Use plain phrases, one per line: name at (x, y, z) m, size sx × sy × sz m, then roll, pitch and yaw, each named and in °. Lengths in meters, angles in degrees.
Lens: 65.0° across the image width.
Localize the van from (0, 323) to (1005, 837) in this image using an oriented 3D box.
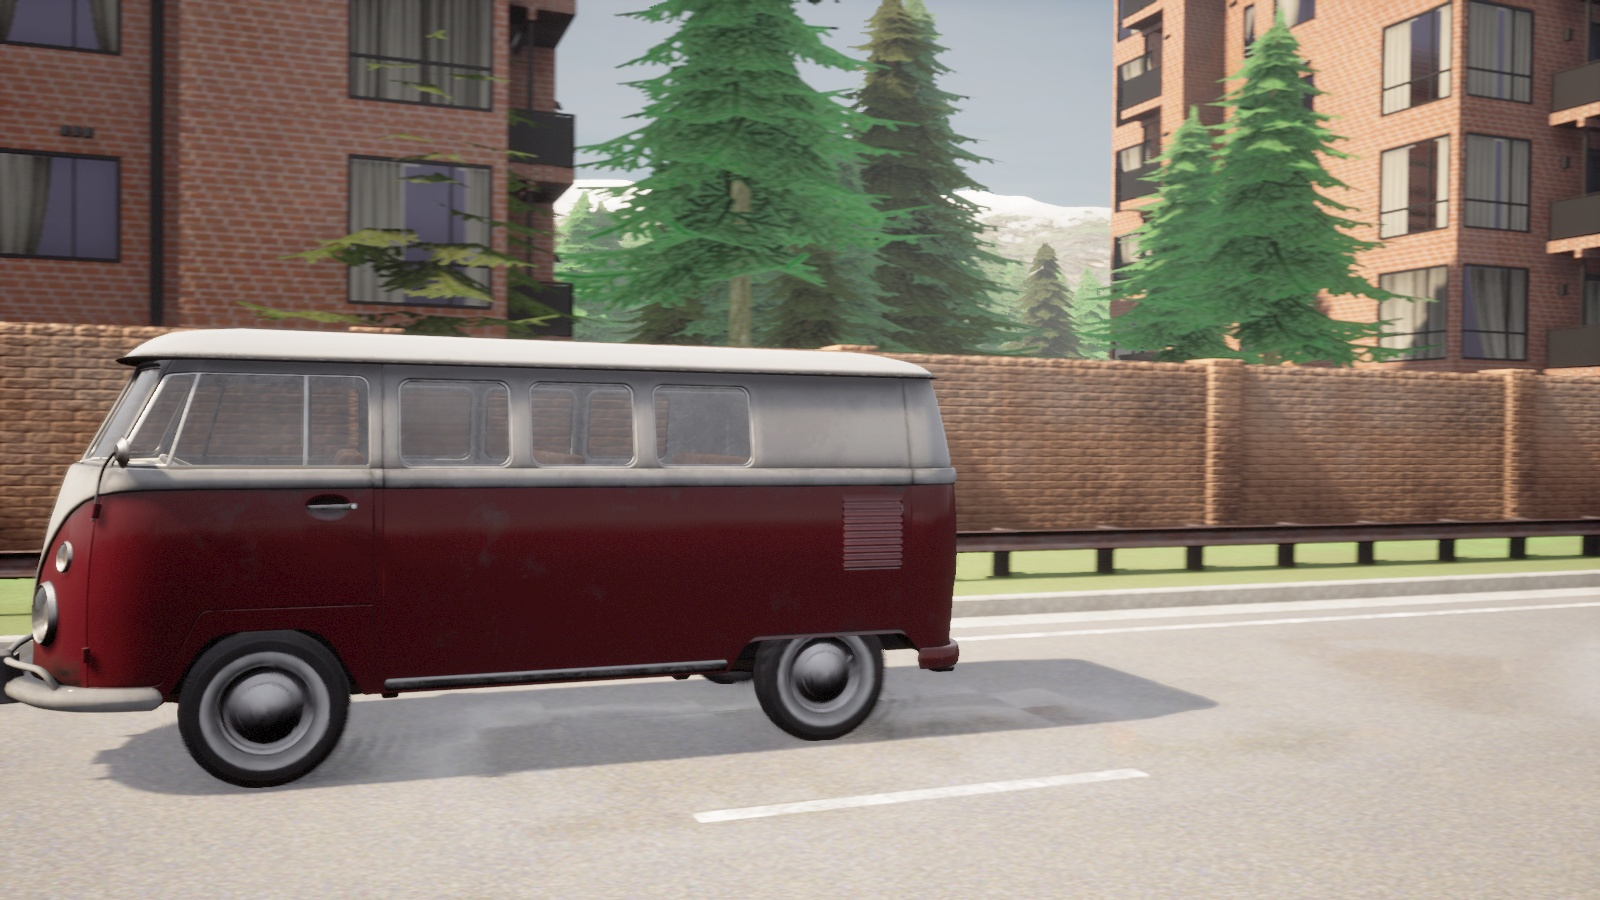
van at (-1.353, 0.460, 6.466) m, size 4.442 × 1.987 × 1.775 m, roll -1°, pitch 1°, yaw -21°
